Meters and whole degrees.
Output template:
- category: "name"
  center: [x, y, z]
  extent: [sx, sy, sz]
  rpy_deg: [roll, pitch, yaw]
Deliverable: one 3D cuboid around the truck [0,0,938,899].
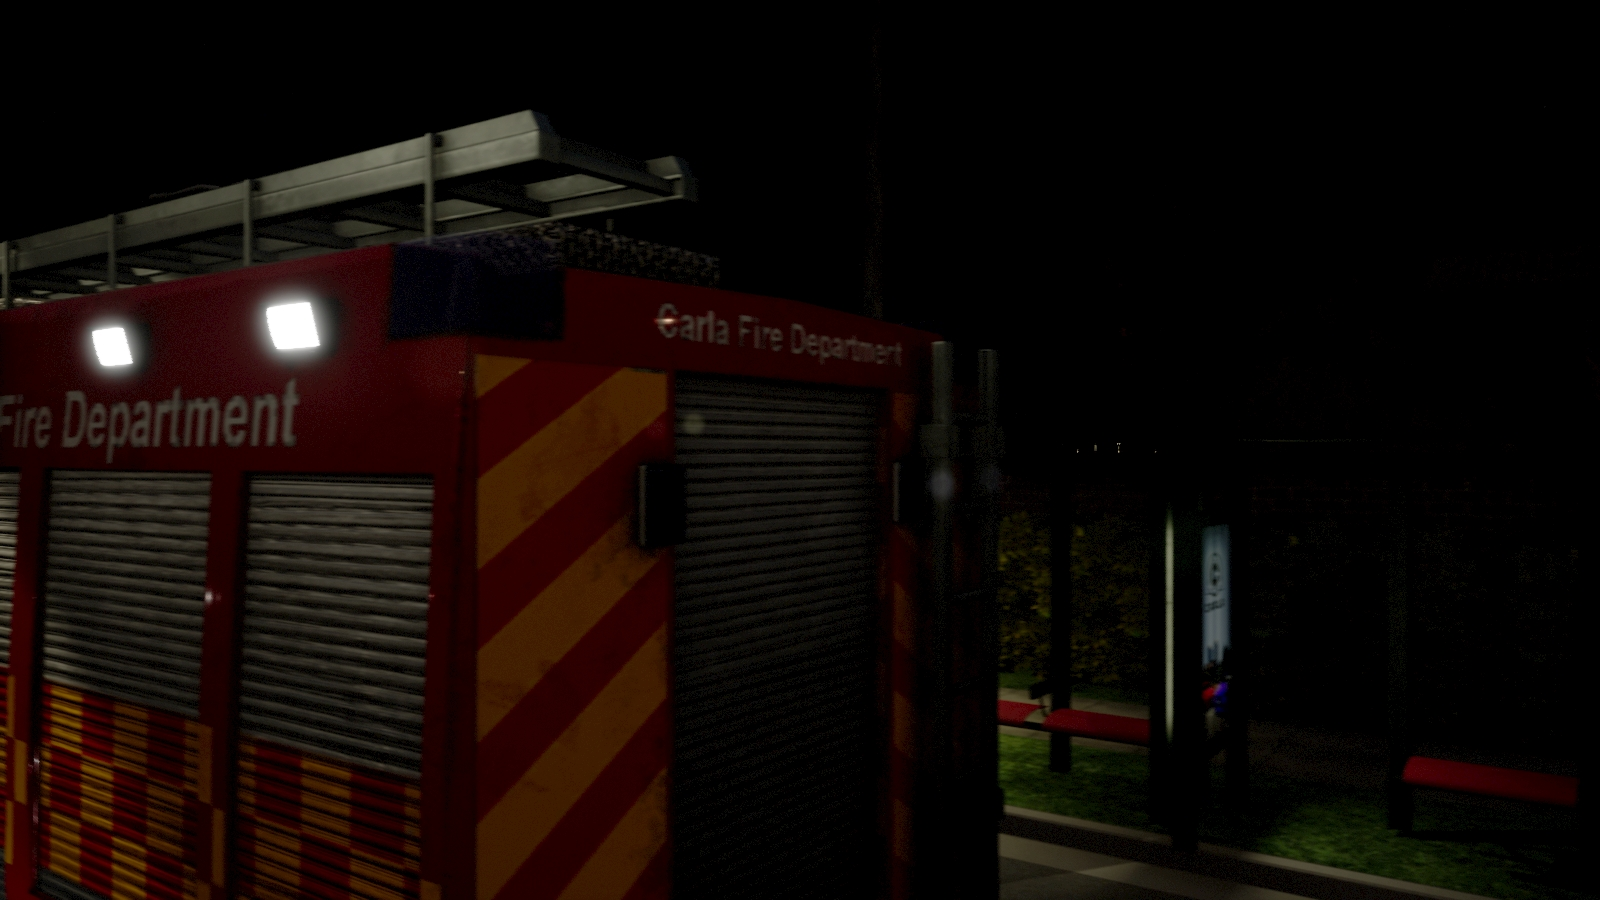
- category: "truck"
  center: [-3.714, 0.916, 6.070]
  extent: [8.468, 3.827, 2.891]
  rpy_deg: [0, 0, 35]
